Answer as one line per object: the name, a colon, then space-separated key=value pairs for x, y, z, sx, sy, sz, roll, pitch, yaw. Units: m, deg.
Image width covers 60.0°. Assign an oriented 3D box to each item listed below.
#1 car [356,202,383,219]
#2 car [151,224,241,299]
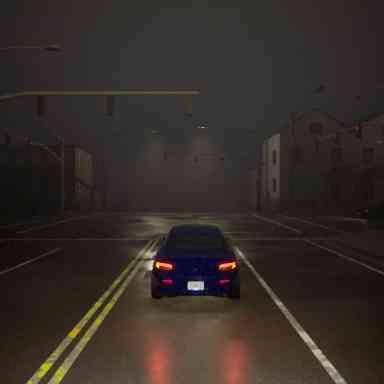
car: x=16.302 y=1.525 z=28.033 sx=4.674 sy=1.442 sz=1.812 roll=-1 pitch=0 yaw=-1
car: x=0.086 y=1.525 z=8.304 sx=1.812 sy=1.442 sz=4.674 roll=0 pitch=0 yaw=0
